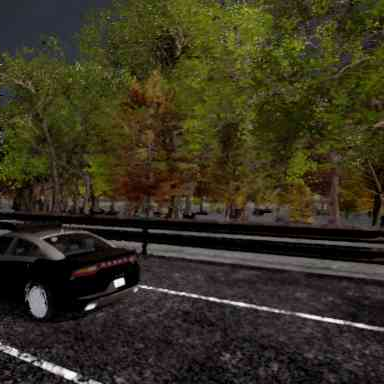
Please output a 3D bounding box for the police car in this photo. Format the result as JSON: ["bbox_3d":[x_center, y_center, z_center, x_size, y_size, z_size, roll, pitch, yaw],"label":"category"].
[{"bbox_3d":[-3.532,1.478,7.430,5.238,1.638,1.930,-1,0,31],"label":"police car"}]
